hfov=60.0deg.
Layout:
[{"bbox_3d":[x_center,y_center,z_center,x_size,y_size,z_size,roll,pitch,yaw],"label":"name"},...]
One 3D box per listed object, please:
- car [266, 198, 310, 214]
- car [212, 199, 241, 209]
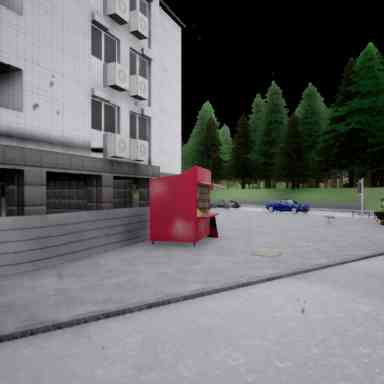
[{"bbox_3d":[10.271,1.478,35.939,1.882,1.535,5.008,0,0,-35],"label":"car"},{"bbox_3d":[4.487,1.564,44.070,1.994,1.385,4.181,0,0,-35],"label":"car"}]
